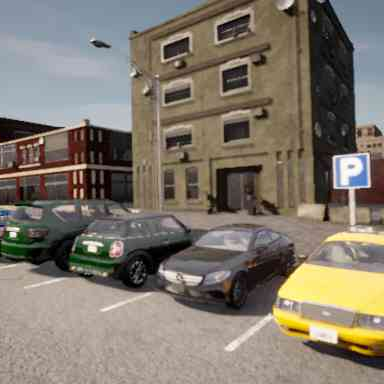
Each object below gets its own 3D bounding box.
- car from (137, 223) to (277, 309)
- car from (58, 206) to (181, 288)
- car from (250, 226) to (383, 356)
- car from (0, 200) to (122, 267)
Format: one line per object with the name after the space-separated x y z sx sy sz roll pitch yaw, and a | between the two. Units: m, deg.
1.095 1.536 8.177 2.002 1.452 4.674 0 0 35 | car
-1.170 1.386 9.749 2.185 1.767 4.553 -1 0 35 | car
3.230 1.481 6.422 1.946 1.575 5.366 0 0 35 | car
-3.378 1.280 11.399 2.435 2.045 5.566 -1 0 35 | car
